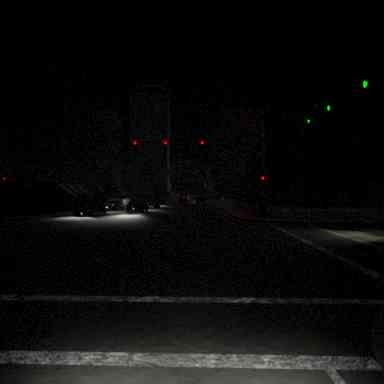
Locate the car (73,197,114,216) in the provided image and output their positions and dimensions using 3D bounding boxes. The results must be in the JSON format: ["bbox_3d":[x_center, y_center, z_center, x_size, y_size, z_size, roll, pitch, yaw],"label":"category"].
[{"bbox_3d":[-9.745,1.546,32.529,2.033,1.411,5.357,0,0,4],"label":"car"}]

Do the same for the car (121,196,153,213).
[{"bbox_3d":[-6.059,1.490,37.225,2.128,1.511,4.902,0,0,1],"label":"car"}]

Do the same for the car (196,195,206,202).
[{"bbox_3d":[1.969,1.349,74.566,2.128,1.511,4.902,0,0,1],"label":"car"}]

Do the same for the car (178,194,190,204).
[{"bbox_3d":[-1.743,1.561,66.062,1.994,1.385,4.181,0,0,1],"label":"car"}]

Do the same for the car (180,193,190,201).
[{"bbox_3d":[-1.530,1.179,74.623,2.097,1.767,4.553,0,0,1],"label":"car"}]

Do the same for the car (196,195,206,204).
[{"bbox_3d":[1.741,1.502,65.349,1.837,1.490,4.892,0,0,1],"label":"car"}]

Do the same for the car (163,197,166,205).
[{"bbox_3d":[-5.549,1.545,57.152,2.033,1.411,5.357,0,0,2],"label":"car"}]

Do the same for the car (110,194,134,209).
[{"bbox_3d":[-9.423,1.220,42.709,2.150,2.045,5.566,0,0,2],"label":"car"}]

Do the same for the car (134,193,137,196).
[{"bbox_3d":[-9.111,1.221,55.072,2.150,2.045,5.566,0,0,0],"label":"car"}]

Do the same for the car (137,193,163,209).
[{"bbox_3d":[-5.819,1.220,46.796,2.150,2.045,5.566,0,0,1],"label":"car"}]
